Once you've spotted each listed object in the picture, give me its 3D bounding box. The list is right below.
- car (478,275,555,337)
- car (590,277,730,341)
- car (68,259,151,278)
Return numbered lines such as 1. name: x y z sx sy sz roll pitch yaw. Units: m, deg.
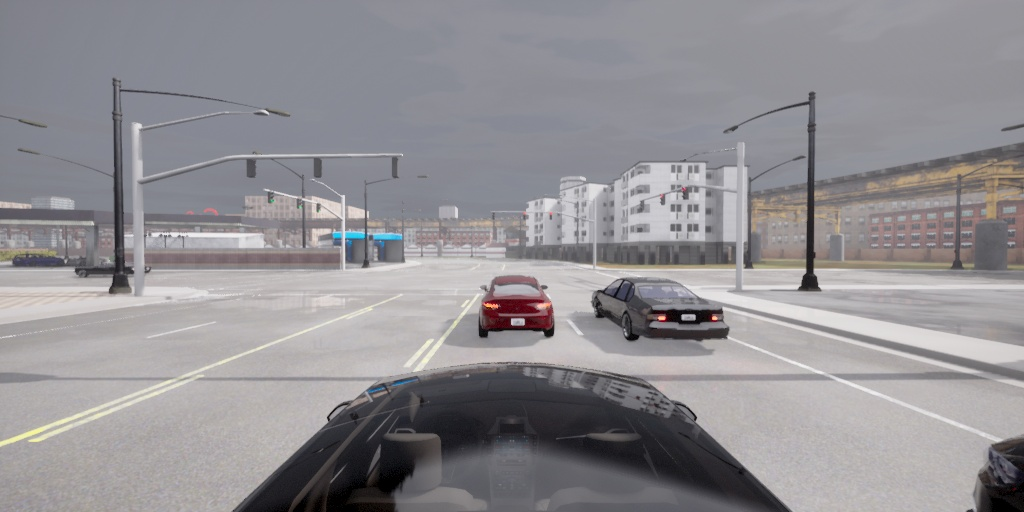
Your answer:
1. car: 0.071 1.253 10.074 1.812 1.442 4.674 0 0 -1
2. car: 3.582 1.280 9.790 2.033 1.411 5.357 0 0 0
3. car: -33.686 1.126 30.268 4.718 1.301 1.895 0 1 -1
